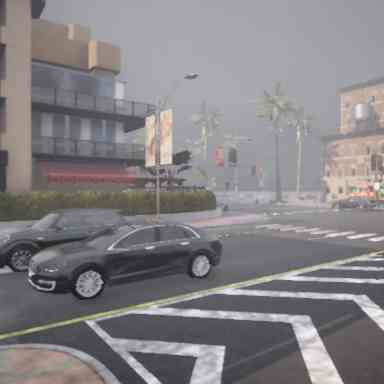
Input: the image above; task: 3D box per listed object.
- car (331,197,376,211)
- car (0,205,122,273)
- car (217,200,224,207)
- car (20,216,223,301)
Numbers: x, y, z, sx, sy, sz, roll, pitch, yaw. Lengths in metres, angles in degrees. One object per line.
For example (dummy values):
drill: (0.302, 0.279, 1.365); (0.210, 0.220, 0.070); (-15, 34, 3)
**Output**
car: (18.655, 1.373, 38.530); (2.128, 1.511, 4.902); (0, 0, -34)
car: (-4.112, 1.343, 10.815); (4.553, 1.767, 2.097); (0, 0, -35)
car: (2.716, 1.431, 48.944); (1.812, 1.442, 4.674); (0, 0, -35)
car: (-1.424, 1.495, 8.431); (4.892, 1.490, 1.837); (0, 0, -35)
